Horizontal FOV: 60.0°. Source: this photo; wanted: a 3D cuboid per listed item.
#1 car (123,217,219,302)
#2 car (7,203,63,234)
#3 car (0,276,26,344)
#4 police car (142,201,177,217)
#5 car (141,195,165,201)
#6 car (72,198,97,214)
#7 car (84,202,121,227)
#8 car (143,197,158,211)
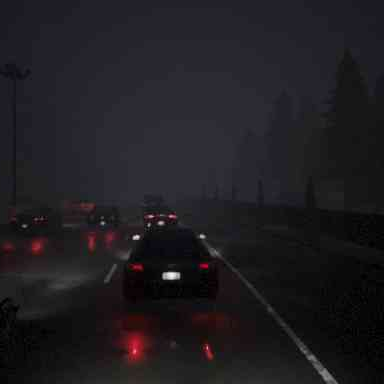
[{"bbox_3d":[-0.554,1.573,8.360,1.994,1.385,4.181,0,0,-5],"label":"car"},{"bbox_3d":[-8.904,1.547,19.338,1.812,1.442,4.674,0,0,-8],"label":"car"},{"bbox_3d":[-3.597,1.605,3.408,1.895,1.301,4.718,0,0,-3],"label":"car"},{"bbox_3d":[-2.006,1.524,20.350,2.038,1.542,4.974,0,0,-8],"label":"police car"},{"bbox_3d":[-3.735,1.257,32.026,2.150,2.045,5.566,0,0,-8],"label":"car"},{"bbox_3d":[-11.380,1.391,35.738,2.097,1.767,4.553,0,0,-9],"label":"car"},{"bbox_3d":[-5.876,1.626,22.804,1.895,1.301,4.718,0,0,-8],"label":"car"},{"bbox_3d":[-5.390,1.502,42.865,1.801,1.575,5.366,0,0,-9],"label":"car"}]
